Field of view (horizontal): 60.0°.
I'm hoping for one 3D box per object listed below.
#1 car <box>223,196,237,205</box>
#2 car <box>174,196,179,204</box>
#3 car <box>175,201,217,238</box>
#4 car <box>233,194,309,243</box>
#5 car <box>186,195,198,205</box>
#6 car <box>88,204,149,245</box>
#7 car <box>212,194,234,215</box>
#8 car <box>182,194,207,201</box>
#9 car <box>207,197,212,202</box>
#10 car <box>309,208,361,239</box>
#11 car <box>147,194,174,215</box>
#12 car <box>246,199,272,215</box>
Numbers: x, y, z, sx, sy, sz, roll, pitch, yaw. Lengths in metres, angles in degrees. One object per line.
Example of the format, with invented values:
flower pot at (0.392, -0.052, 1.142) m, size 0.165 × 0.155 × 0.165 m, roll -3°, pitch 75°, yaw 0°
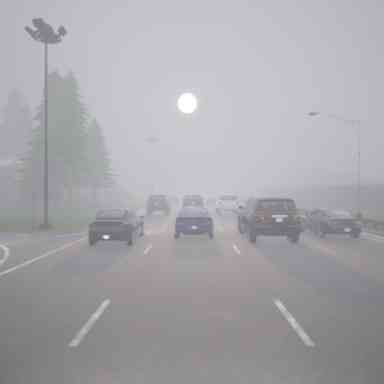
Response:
car at (7.026, 1.563, 61.566) m, size 2.128 × 1.511 × 4.902 m, roll 0°, pitch 0°, yaw 1°
car at (-3.482, 1.420, 60.524) m, size 2.097 × 1.767 × 4.553 m, roll 0°, pitch 0°, yaw 0°
car at (0.101, 1.498, 17.949) m, size 1.882 × 1.535 × 5.008 m, roll 0°, pitch 0°, yaw 0°
car at (3.601, 1.241, 16.371) m, size 2.150 × 2.045 × 5.566 m, roll 0°, pitch 0°, yaw 0°
car at (0.018, 1.420, 60.516) m, size 2.097 × 1.767 × 4.553 m, roll 0°, pitch 0°, yaw 0°
car at (-3.399, 1.523, 15.573) m, size 1.837 × 1.490 × 4.892 m, roll 0°, pitch 0°, yaw 0°
car at (3.601, 1.261, 34.848) m, size 2.150 × 2.045 × 5.566 m, roll 0°, pitch 0°, yaw 0°
car at (0.102, 1.261, 34.851) m, size 2.150 × 2.045 × 5.566 m, roll 0°, pitch 0°, yaw 0°
car at (3.512, 1.615, 58.970) m, size 2.033 × 1.411 × 5.357 m, roll 0°, pitch 0°, yaw 0°
car at (7.088, 1.546, 17.464) m, size 1.812 × 1.442 × 4.674 m, roll 0°, pitch 0°, yaw 0°
car at (-3.399, 1.261, 34.798) m, size 2.150 × 2.045 × 5.566 m, roll 0°, pitch 0°, yaw 0°
car at (7.101, 1.546, 35.839) m, size 1.837 × 1.490 × 4.892 m, roll 0°, pitch 0°, yaw 0°
